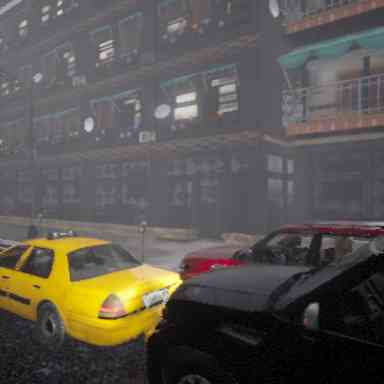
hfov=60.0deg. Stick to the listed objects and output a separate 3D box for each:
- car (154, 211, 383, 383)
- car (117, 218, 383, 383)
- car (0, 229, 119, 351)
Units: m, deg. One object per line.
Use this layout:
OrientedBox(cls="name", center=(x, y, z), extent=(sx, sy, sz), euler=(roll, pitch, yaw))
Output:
OrientedBox(cls="car", center=(2.023, 1.340, 5.116), extent=(5.009, 1.841, 2.192), euler=(0, -1, 36))
OrientedBox(cls="car", center=(2.077, 1.226, 2.295), extent=(5.566, 2.045, 2.150), euler=(1, 2, 42))
OrientedBox(cls="car", center=(-2.608, 1.482, 6.235), extent=(5.366, 1.575, 1.801), euler=(0, 0, 36))
